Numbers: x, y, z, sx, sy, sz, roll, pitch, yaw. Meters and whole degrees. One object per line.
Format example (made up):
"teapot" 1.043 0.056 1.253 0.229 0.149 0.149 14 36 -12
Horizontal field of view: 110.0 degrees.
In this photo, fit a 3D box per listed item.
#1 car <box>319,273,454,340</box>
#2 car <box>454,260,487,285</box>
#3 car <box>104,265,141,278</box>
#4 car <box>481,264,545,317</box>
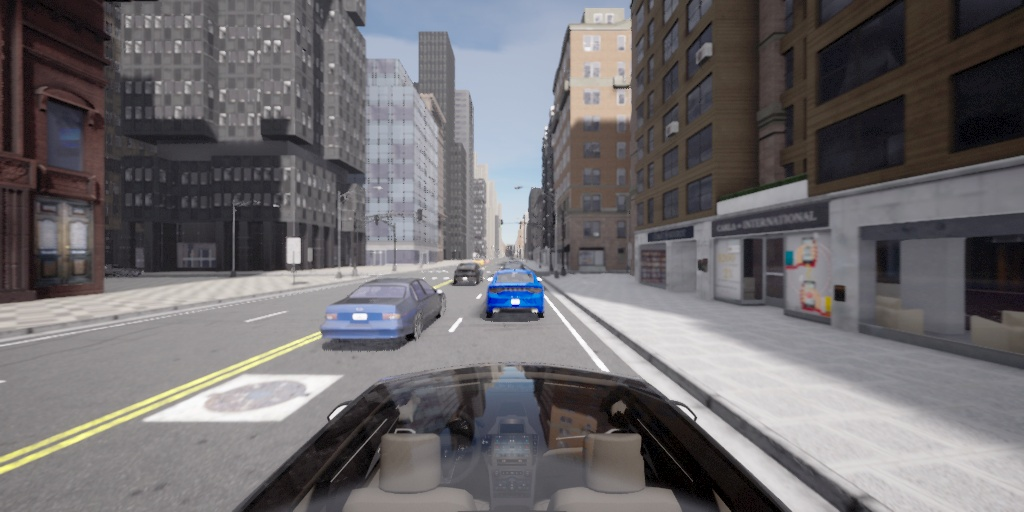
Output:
"car" -3.146 1.299 9.923 2.033 1.411 5.357 0 0 0
"car" -3.149 1.259 26.470 1.837 1.490 4.892 0 0 0
"car" -41.309 1.613 37.126 4.674 1.442 1.812 -1 0 0
"car" 0.102 1.229 13.177 1.882 1.535 5.008 0 0 0
